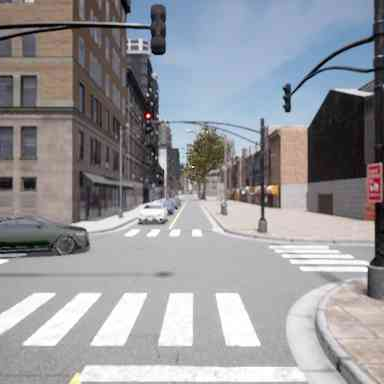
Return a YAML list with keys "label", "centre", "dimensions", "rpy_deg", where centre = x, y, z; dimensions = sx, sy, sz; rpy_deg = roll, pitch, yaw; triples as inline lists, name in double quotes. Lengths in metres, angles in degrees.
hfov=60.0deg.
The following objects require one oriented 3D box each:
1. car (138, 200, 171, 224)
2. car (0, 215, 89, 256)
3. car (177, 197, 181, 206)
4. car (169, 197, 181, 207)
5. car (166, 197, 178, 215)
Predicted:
- label: "car"
  centre: [-2.841, 1.557, 24.919]
  dimensions: [1.812, 1.442, 4.674]
  rpy_deg: [0, 0, 0]
- label: "car"
  centre: [-5.964, 1.554, 12.262]
  dimensions: [4.181, 1.385, 1.994]
  rpy_deg: [0, 0, -17]
- label: "car"
  centre: [-2.806, 1.582, 44.242]
  dimensions: [1.812, 1.442, 4.674]
  rpy_deg: [0, 0, 0]
- label: "car"
  centre: [-2.782, 1.579, 55.124]
  dimensions: [1.837, 1.490, 4.892]
  rpy_deg: [0, 0, 0]
- label: "car"
  centre: [-2.837, 1.590, 34.685]
  dimensions: [2.033, 1.411, 5.357]
  rpy_deg: [0, 0, 0]
